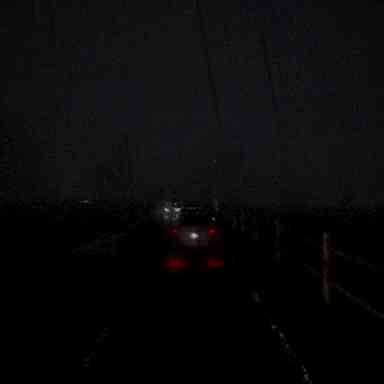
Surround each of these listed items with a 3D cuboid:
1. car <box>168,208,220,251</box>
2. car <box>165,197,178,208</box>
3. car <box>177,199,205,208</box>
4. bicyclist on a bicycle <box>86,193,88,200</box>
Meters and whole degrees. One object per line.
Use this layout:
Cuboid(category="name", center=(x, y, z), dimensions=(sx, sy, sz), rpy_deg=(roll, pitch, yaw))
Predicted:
Cuboid(category="car", center=(0.074, 1.566, 14.051), dimensions=(1.994, 1.385, 4.181), rpy_deg=(0, 0, 0))
Cuboid(category="car", center=(-2.817, 1.547, 48.501), dimensions=(1.837, 1.490, 4.892), rpy_deg=(0, -1, 0))
Cuboid(category="car", center=(0.071, 1.506, 28.954), dimensions=(2.128, 1.511, 4.902), rpy_deg=(0, 0, 0))
Cuboid(category="bicyclist on a bicycle", center=(-22.592, 1.032, 71.600), dimensions=(0.582, 1.620, 1.656), rpy_deg=(1, 0, 0))
